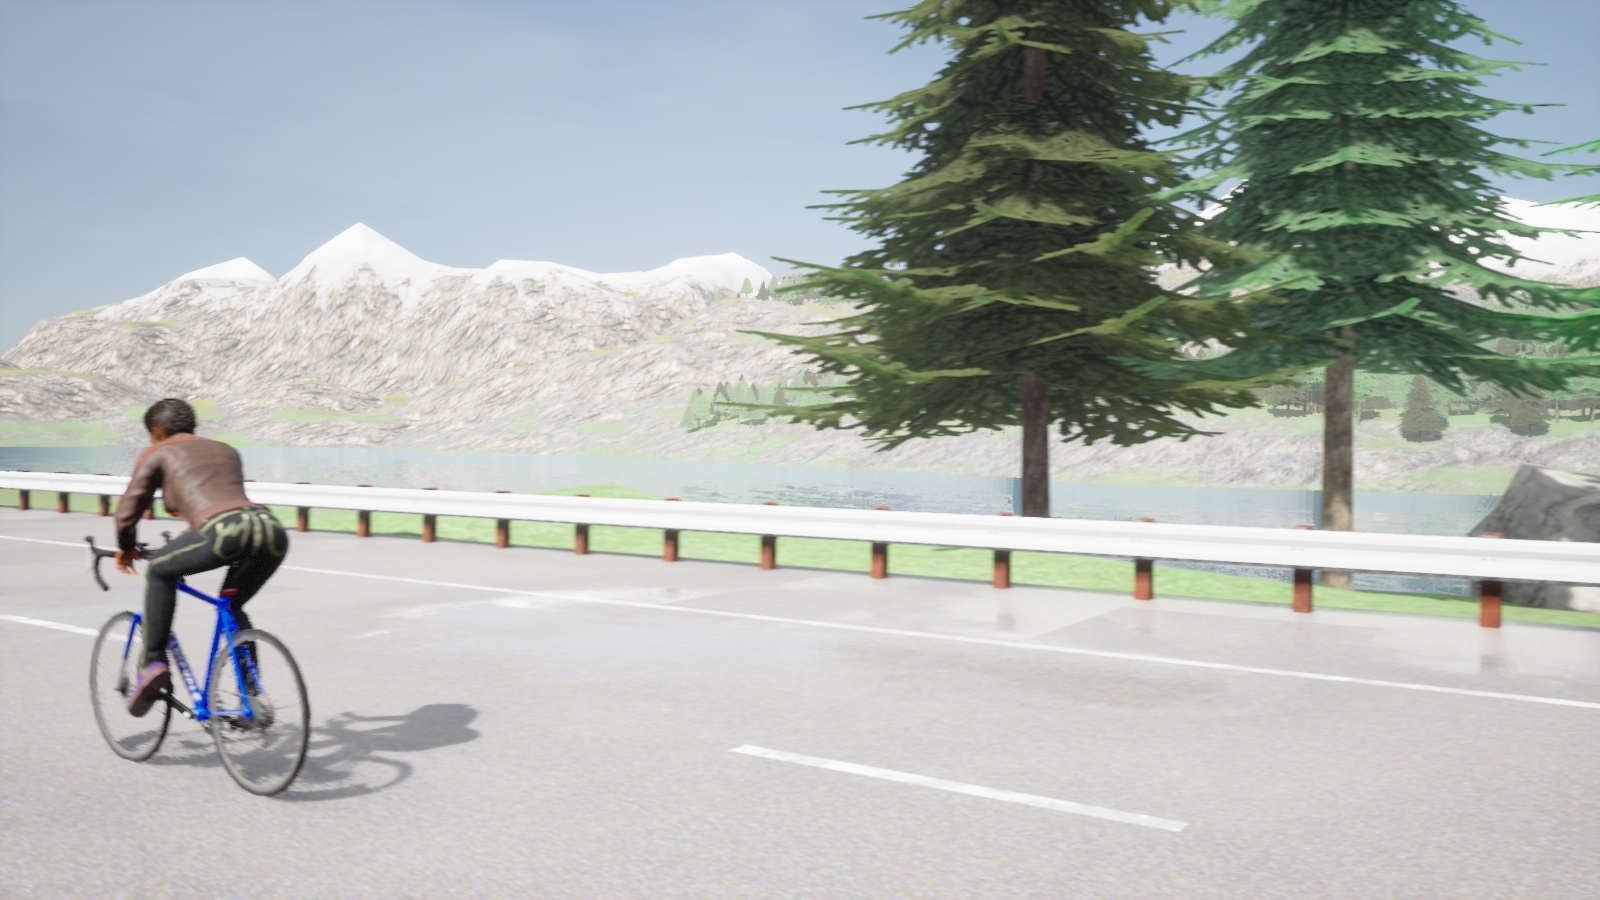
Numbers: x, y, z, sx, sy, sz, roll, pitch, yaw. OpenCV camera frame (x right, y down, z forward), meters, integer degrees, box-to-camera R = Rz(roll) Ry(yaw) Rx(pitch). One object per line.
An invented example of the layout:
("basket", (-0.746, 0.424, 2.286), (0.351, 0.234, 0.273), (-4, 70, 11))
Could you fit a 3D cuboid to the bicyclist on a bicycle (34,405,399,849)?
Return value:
("bicyclist on a bicycle", (-2.481, 0.648, 5.277), (1.656, 1.620, 0.582), (-1, 1, 34))
